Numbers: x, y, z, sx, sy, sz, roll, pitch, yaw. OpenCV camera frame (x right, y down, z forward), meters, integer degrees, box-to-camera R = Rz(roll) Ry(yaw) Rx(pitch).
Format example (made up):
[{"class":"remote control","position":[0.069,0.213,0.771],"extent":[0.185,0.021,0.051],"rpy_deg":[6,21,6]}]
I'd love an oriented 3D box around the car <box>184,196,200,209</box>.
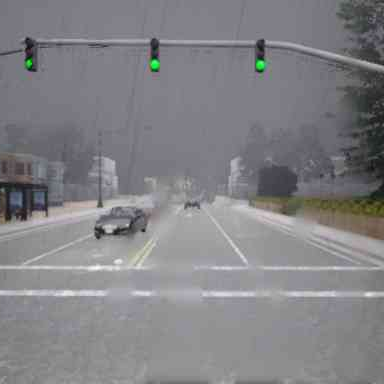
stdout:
[{"class":"car","position":[0.064,1.371,45.932],"extent":[2.097,1.767,4.553],"rpy_deg":[0,0,1]}]

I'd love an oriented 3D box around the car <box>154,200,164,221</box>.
[{"class":"car","position":[-3.595,1.537,26.993],"extent":[1.812,1.442,4.674],"rpy_deg":[0,0,0]}]

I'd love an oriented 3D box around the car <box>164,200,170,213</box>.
[{"class":"car","position":[-3.532,1.563,37.500],"extent":[2.033,1.411,5.357],"rpy_deg":[0,0,0]}]

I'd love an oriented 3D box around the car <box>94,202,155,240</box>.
[{"class":"car","position":[-3.559,1.499,17.363],"extent":[2.128,1.511,4.902],"rpy_deg":[0,0,4]}]
